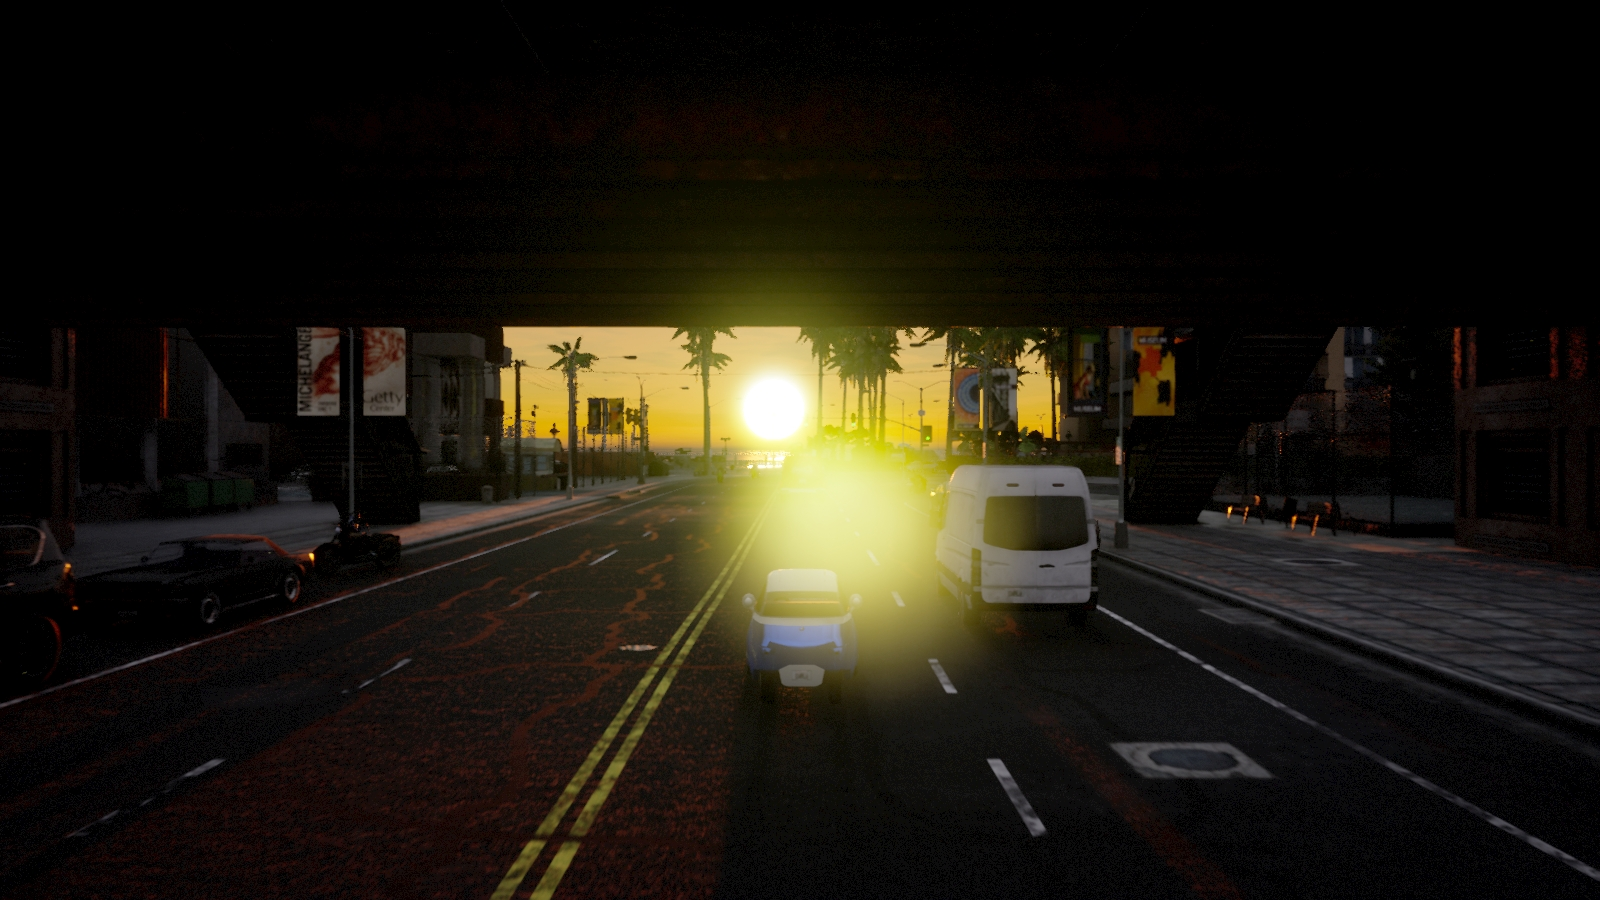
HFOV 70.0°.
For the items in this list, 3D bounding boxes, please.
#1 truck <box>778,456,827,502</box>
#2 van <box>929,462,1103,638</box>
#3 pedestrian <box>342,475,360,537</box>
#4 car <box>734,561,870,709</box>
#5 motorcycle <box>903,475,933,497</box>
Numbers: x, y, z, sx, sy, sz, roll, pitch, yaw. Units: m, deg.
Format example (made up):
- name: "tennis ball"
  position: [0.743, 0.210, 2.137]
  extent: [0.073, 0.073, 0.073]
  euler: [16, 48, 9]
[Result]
- name: "truck"
  position: [0.165, 1.558, 63.897]
  extent: [2.627, 2.467, 5.204]
  euler: [0, 0, 0]
- name: "van"
  position: [3.578, 1.532, 20.098]
  extent: [1.988, 2.561, 5.915]
  euler: [0, 0, 1]
- name: "pedestrian"
  position: [-13.696, 1.694, 34.842]
  extent: [0.375, 1.860, 0.375]
  euler: [0, 0, 6]
- name: "car"
  position: [0.026, 2.118, 13.503]
  extent: [1.481, 1.376, 2.207]
  euler: [0, 0, 0]
- name: "motorcycle"
  position: [7.238, 2.196, 69.919]
  extent: [0.867, 1.251, 2.209]
  euler: [1, 1, 33]
